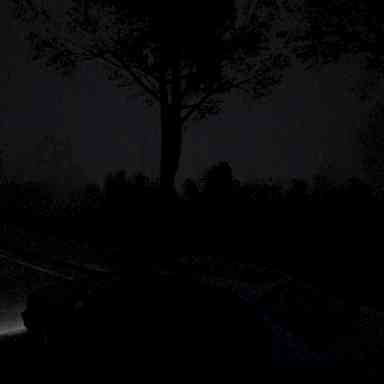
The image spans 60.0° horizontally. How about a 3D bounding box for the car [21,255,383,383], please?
[{"bbox_3d":[0.011,1.555,4.114,5.357,1.411,2.033,0,0,37],"label":"car"}]
